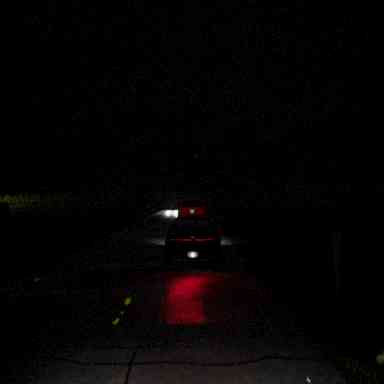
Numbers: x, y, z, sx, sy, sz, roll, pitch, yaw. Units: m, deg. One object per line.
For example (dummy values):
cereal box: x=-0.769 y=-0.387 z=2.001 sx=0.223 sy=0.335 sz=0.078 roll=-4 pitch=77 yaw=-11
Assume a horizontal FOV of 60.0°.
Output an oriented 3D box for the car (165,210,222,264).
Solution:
car: x=0.047 y=1.640 z=12.401 sx=1.837 sy=1.490 sz=4.892 roll=0 pitch=0 yaw=1

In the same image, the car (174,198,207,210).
car: x=0.034 y=1.484 z=26.228 sx=2.150 sy=2.045 sz=5.566 roll=0 pitch=0 yaw=1

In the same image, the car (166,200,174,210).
car: x=-2.831 y=1.935 z=49.653 sx=2.128 sy=1.511 sz=4.902 roll=0 pitch=0 yaw=0
